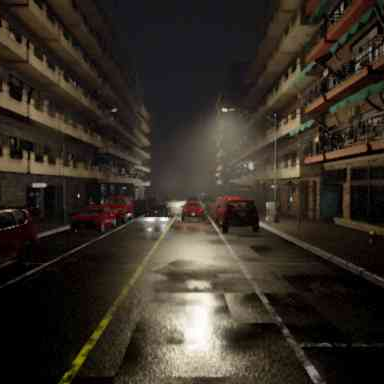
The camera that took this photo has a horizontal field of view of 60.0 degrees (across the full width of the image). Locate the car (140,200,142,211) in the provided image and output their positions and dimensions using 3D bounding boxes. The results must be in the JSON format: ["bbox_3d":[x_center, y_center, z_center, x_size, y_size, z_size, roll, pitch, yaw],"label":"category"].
[{"bbox_3d":[-5.697,1.502,36.608,1.887,1.381,4.507,-1,0,0],"label":"car"}]

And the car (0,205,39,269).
[{"bbox_3d":[-5.706,1.308,8.285,2.192,1.841,5.009,-1,0,0],"label":"car"}]

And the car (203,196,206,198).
[{"bbox_3d":[2.657,1.514,42.330,1.947,1.339,4.313,-1,0,0],"label":"car"}]

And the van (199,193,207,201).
[{"bbox_3d":[2.687,1.212,81.982,1.690,1.788,3.998,-1,0,0],"label":"van"}]

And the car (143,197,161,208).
[{"bbox_3d":[-5.695,1.504,47.939,1.947,1.339,4.313,-1,0,0],"label":"car"}]

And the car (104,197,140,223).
[{"bbox_3d":[-5.703,1.288,25.278,2.192,1.841,5.009,-1,0,0],"label":"car"}]

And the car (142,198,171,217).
[{"bbox_3d":[-3.046,1.531,30.403,1.994,1.385,4.181,0,0,1],"label":"car"}]

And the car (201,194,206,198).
[{"bbox_3d":[2.689,1.484,59.324,1.947,1.339,4.313,-1,0,0],"label":"car"}]

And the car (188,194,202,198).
[{"bbox_3d":[0.107,1.447,45.752,1.837,1.490,4.892,0,0,0],"label":"car"}]

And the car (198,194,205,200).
[{"bbox_3d":[2.691,1.282,93.312,1.967,1.590,4.097,-1,0,0],"label":"car"}]

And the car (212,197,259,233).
[{"bbox_3d":[2.643,1.295,19.672,2.192,1.841,5.009,-1,0,0],"label":"car"}]

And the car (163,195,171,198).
[{"bbox_3d":[-5.690,1.435,76.263,2.008,1.369,4.403,-1,0,0],"label":"car"}]

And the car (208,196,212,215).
[{"bbox_3d":[2.644,1.288,25.337,2.192,1.841,5.009,-1,0,0],"label":"car"}]

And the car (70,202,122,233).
[{"bbox_3d":[-5.700,1.525,19.615,1.887,1.381,4.507,-1,0,0],"label":"car"}]

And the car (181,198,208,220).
[{"bbox_3d":[0.105,1.496,27.587,1.812,1.442,4.674,0,0,0],"label":"car"}]

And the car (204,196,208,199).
[{"bbox_3d":[2.650,1.502,36.666,1.887,1.381,4.507,-1,0,0],"label":"car"}]

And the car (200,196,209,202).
[{"bbox_3d":[2.689,1.478,70.653,1.802,1.307,4.206,-1,0,0],"label":"car"}]
